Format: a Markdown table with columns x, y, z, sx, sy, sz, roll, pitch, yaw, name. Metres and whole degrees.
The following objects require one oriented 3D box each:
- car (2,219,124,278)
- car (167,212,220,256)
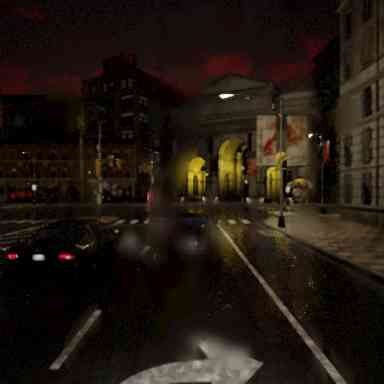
| x | y | z | sx | sy | sz | roll | pitch | yaw | name |
| --- | --- | --- | --- | --- | --- | --- | --- | --- | --- |
| -3.459 | 1.524 | 10.053 | 2.033 | 1.411 | 5.357 | 0 | 0 | 0 | car |
| 0.065 | 1.495 | 12.829 | 1.812 | 1.442 | 4.674 | 0 | 0 | 0 | car |
